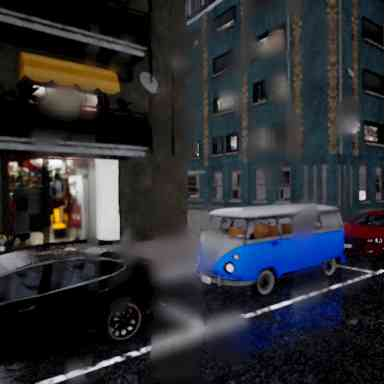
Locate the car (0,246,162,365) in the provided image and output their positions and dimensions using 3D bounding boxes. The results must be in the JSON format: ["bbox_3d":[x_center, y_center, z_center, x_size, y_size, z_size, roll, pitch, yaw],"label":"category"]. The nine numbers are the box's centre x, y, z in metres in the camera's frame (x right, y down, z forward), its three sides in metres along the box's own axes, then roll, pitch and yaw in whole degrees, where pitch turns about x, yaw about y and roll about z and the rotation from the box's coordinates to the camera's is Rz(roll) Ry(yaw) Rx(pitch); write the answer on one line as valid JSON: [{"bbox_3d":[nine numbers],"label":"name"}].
[{"bbox_3d":[-2.490,1.555,4.777,4.313,1.339,1.947,-1,1,-36],"label":"car"}]

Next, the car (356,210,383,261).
[{"bbox_3d":[6.475,1.307,11.227,4.507,1.381,1.887,-1,1,-36],"label":"car"}]

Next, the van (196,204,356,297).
[{"bbox_3d":[1.990,1.217,7.998,3.998,1.788,1.690,-1,1,-36],"label":"van"}]
